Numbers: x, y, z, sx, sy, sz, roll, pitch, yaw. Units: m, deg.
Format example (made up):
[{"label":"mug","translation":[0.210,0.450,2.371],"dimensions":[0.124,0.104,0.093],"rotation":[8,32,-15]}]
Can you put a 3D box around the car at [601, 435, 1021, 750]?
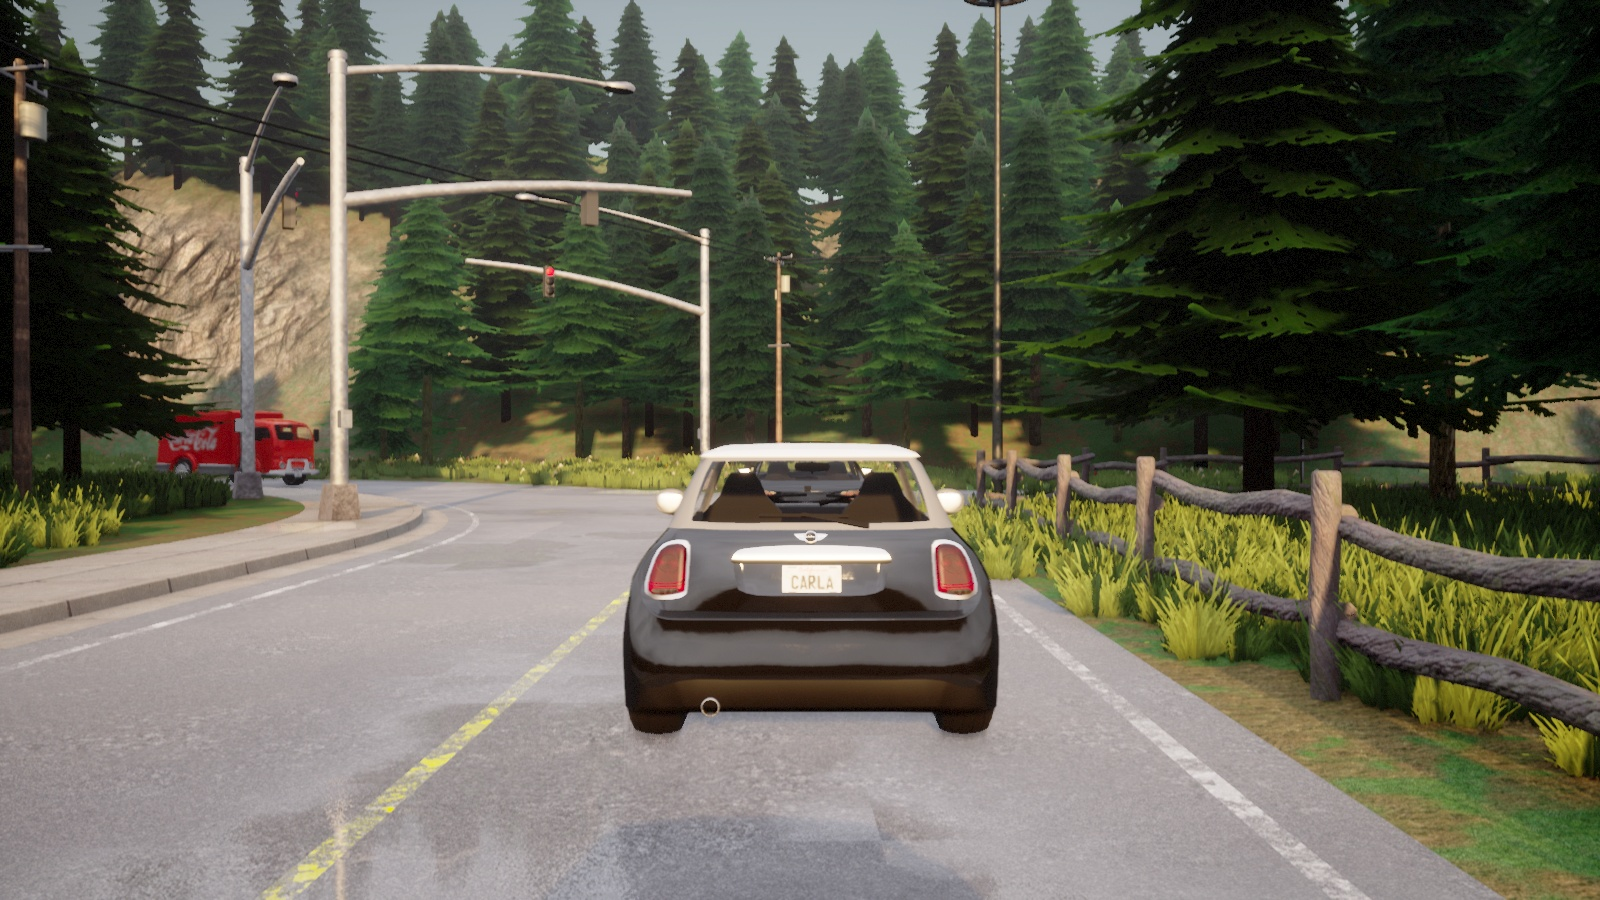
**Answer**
[{"label":"car","translation":[0.058,0.652,7.789],"dimensions":[1.970,1.475,3.806],"rotation":[0,0,0]}]

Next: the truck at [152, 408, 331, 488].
[{"label":"truck","translation":[-18.379,-0.072,41.332],"dimensions":[5.204,2.467,2.627],"rotation":[0,0,26]}]
